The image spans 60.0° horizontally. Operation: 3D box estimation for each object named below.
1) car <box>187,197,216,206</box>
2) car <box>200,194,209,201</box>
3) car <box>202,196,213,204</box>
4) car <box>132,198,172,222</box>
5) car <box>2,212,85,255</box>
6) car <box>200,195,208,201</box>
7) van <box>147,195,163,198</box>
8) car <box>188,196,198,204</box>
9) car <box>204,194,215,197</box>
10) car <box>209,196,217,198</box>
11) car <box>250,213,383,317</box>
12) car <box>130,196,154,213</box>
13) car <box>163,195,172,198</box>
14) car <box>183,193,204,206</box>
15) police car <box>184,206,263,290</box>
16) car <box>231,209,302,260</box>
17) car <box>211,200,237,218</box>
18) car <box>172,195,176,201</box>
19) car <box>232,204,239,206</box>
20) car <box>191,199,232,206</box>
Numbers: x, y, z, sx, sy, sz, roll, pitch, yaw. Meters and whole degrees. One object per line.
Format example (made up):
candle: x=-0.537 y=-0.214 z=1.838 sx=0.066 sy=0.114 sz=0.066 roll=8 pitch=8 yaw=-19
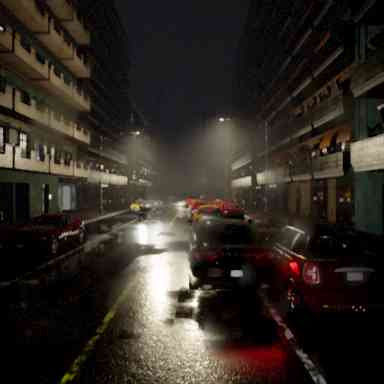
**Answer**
car: x=0.828 y=1.436 z=25.049 sx=1.882 sy=1.535 sz=5.008 roll=0 pitch=0 yaw=-3
car: x=2.964 y=1.397 z=81.055 sx=1.967 sy=1.590 sz=4.097 roll=0 pitch=0 yaw=0
car: x=2.906 y=1.492 z=64.070 sx=2.008 sy=1.369 sz=4.403 roll=0 pitch=0 yaw=0
car: x=-3.011 y=1.446 z=25.975 sx=2.128 sy=1.511 sz=4.902 roll=0 pitch=0 yaw=0
car: x=-5.649 y=1.520 z=13.165 sx=1.887 sy=1.381 sz=4.507 roll=0 pitch=0 yaw=0
car: x=2.984 y=1.531 z=86.714 sx=1.947 sy=1.339 sz=4.313 roll=0 pitch=0 yaw=0
van: x=-5.533 y=1.278 z=47.137 sx=1.690 sy=1.788 sz=3.998 roll=0 pitch=0 yaw=0
car: x=0.208 y=1.466 z=60.747 sx=1.812 sy=1.442 sz=4.674 roll=0 pitch=0 yaw=0
car: x=2.866 y=1.253 z=52.746 sx=2.192 sy=1.841 sz=5.009 roll=0 pitch=0 yaw=0
car: x=2.809 y=1.468 z=35.932 sx=1.752 sy=1.417 sz=4.829 roll=0 pitch=0 yaw=0
car: x=2.712 y=1.425 z=7.451 sx=1.967 sy=1.590 sz=4.097 roll=0 pitch=0 yaw=0
car: x=-5.572 y=1.468 z=35.644 sx=1.752 sy=1.417 sz=4.829 roll=0 pitch=0 yaw=0
car: x=-5.475 y=1.382 z=64.122 sx=1.967 sy=1.590 sz=4.097 roll=0 pitch=0 yaw=0
car: x=0.201 y=1.289 z=46.704 sx=2.097 sy=1.767 sz=4.553 roll=0 pitch=0 yaw=1
police car: x=0.830 y=1.407 z=9.175 sx=1.930 sy=1.638 sz=5.238 roll=0 pitch=0 yaw=-1
car: x=2.732 y=1.501 z=13.284 sx=1.752 sy=1.417 sz=4.829 roll=0 pitch=0 yaw=0
car: x=2.790 y=1.493 z=30.104 sx=1.887 sy=1.381 sz=4.507 roll=0 pitch=0 yaw=0
car: x=-5.416 y=1.482 z=80.939 sx=1.752 sy=1.417 sz=4.829 roll=0 pitch=0 yaw=0
car: x=2.770 y=1.502 z=24.438 sx=1.887 sy=1.381 sz=4.507 roll=0 pitch=0 yaw=0
car: x=0.964 y=1.421 z=19.275 sx=1.801 sy=1.575 sz=5.366 roll=0 pitch=0 yaw=0
